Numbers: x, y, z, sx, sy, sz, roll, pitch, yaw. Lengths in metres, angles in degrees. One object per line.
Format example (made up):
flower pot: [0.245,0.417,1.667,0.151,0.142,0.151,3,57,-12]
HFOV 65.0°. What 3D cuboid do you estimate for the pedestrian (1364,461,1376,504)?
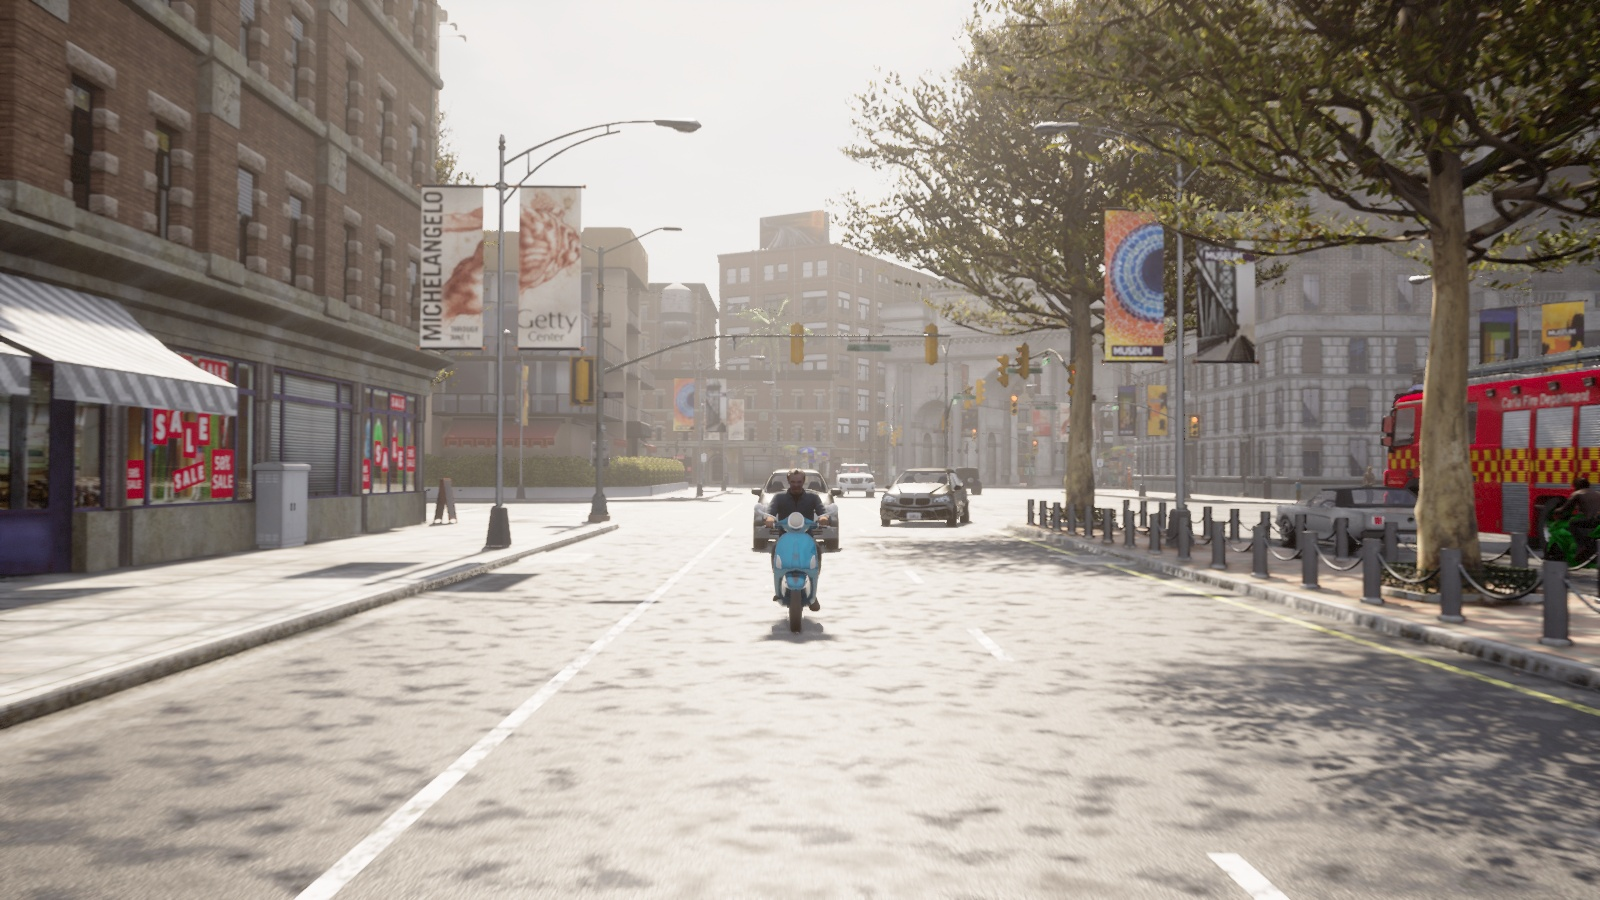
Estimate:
pedestrian: [24.420,1.393,53.843,0.331,1.846,0.634,0,-1,14]

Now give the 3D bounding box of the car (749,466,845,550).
car: [-0.066,1.153,26.298,1.851,1.617,3.988,0,-1,0]

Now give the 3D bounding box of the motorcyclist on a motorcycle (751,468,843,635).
motorcyclist on a motorcycle: [-0.033,0.984,12.883,0.866,1.590,1.817,0,-1,0]

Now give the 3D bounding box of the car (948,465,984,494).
car: [11.289,2.000,85.700,1.905,1.878,3.866,0,-1,0]

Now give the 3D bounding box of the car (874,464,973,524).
car: [3.741,1.267,37.244,2.242,1.667,4.611,-1,-1,14]

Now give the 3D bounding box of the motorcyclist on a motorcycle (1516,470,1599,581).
motorcyclist on a motorcycle: [11.455,1.058,18.351,0.797,1.523,2.044,0,-1,0]

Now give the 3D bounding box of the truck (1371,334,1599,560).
truck: [14.933,0.015,25.368,2.891,3.827,8.468,0,-1,0]

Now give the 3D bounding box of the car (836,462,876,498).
car: [3.312,1.791,75.898,2.150,2.045,5.566,0,-1,0]

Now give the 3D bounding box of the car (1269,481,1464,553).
car: [11.366,1.299,25.627,1.895,1.301,4.718,0,-1,1]
